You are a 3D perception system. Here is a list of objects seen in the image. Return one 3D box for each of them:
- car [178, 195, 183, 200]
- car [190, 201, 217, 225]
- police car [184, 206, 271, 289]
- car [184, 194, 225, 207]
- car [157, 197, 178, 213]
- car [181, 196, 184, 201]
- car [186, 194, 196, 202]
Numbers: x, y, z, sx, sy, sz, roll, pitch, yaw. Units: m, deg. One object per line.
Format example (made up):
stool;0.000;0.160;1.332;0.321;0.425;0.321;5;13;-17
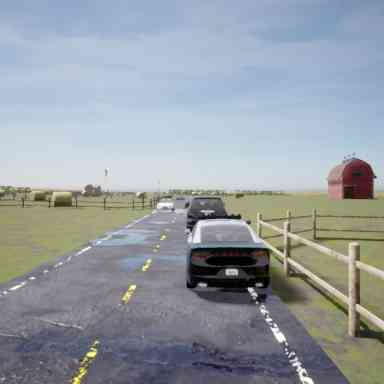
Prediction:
car;-2.941;1.537;84.461;1.994;1.385;4.181;0;0;0
car;0.766;1.502;25.230;1.837;1.490;4.892;0;0;0
police car;0.802;1.424;9.340;1.930;1.638;5.238;0;0;0
car;0.779;1.222;19.259;2.150;2.045;5.566;0;0;0
car;-2.937;1.520;37.807;1.812;1.442;4.674;0;0;0
car;-0.077;1.540;46.080;2.033;1.411;5.357;0;0;0
car;-0.163;1.257;71.673;2.097;1.767;4.553;0;0;0
